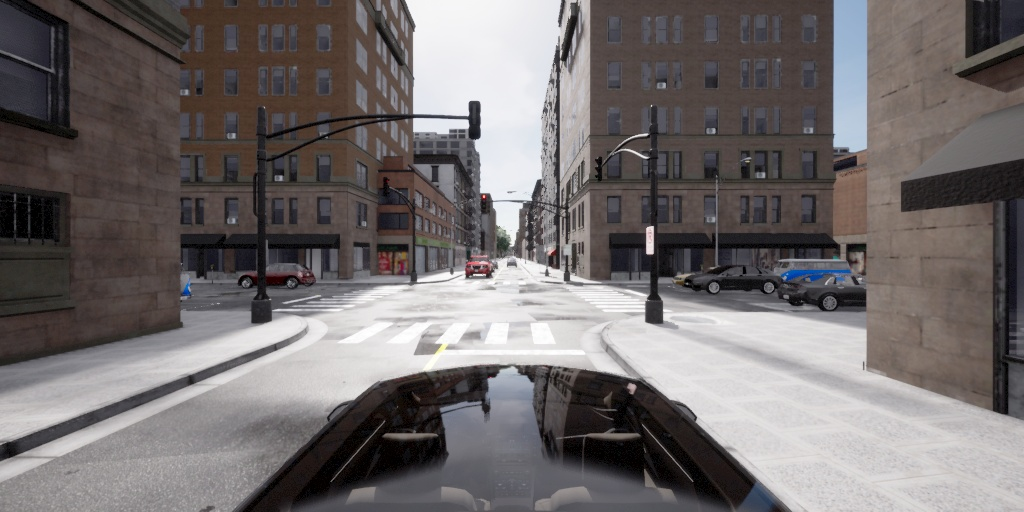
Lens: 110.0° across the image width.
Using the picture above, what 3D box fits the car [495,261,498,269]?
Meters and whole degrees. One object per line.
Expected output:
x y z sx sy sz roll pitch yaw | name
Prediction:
-3.117 1.259 44.062 1.812 1.442 4.674 0 0 0 | car

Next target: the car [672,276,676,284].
12.413 1.264 22.017 4.829 1.417 1.751 0 0 1 | car

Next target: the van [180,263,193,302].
-14.678 1.089 13.761 3.998 1.789 1.690 0 0 1 | van

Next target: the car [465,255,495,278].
-3.111 0.962 34.225 2.150 2.045 5.566 0 0 0 | car

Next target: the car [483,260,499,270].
-3.106 1.288 54.056 1.994 1.385 4.181 0 0 1 | car

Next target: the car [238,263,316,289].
-14.611 1.172 22.287 4.097 1.591 1.967 0 0 1 | car

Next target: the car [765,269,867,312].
12.516 1.305 13.490 4.403 1.370 2.007 0 0 1 | car

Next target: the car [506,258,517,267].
-0.026 1.260 63.766 2.033 1.411 5.357 0 0 0 | car

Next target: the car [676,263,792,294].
11.921 1.248 19.465 4.892 1.490 1.837 0 0 -1 | car

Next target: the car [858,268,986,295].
21.955 1.346 19.352 4.718 1.301 1.895 0 0 1 | car

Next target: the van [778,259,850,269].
18.253 1.081 21.959 3.998 1.789 1.690 0 0 1 | van
